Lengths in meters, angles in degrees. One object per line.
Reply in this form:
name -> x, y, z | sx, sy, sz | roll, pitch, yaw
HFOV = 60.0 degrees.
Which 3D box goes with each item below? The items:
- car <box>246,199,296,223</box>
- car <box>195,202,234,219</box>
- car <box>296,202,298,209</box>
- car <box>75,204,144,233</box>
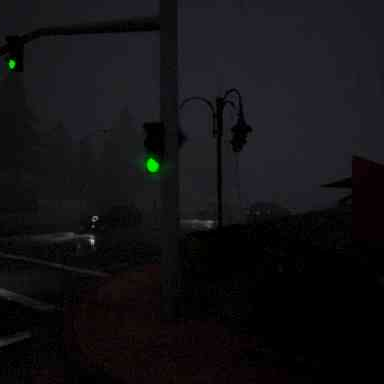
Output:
car -> 5.910, 1.523, 25.279 | 2.097, 1.767, 4.553 | -1, 0, 36
car -> 2.275, 1.733, 32.360 | 1.882, 1.535, 5.008 | -1, -1, 36
car -> 13.789, 1.761, 48.128 | 1.837, 1.490, 4.892 | -1, -1, 36
car -> -5.341, 1.609, 21.847 | 2.097, 1.767, 4.553 | -1, 0, 36
